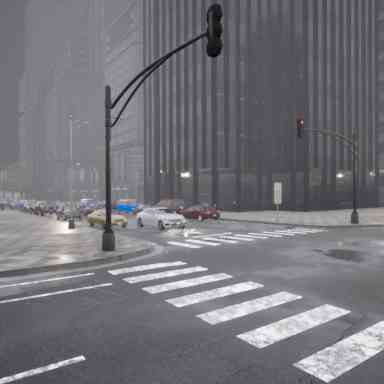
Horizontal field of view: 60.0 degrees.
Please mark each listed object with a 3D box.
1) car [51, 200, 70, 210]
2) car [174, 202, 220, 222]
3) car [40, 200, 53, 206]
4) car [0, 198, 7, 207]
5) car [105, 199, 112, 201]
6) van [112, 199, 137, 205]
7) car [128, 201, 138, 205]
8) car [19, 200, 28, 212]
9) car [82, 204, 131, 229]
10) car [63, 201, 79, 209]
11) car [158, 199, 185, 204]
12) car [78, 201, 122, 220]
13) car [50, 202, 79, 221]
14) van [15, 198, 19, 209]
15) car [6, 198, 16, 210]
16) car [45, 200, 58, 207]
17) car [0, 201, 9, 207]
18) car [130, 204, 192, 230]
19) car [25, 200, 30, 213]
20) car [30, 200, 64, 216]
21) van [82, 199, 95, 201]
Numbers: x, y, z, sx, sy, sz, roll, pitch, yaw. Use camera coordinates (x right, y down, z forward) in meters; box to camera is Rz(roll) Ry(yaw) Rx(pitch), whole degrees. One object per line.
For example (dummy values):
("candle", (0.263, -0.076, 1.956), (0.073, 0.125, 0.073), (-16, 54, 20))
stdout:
("car", (-23.018, 2.271, 57.971), (1.882, 1.535, 5.008), (0, -1, -35))
("car", (0.597, 1.828, 29.446), (1.887, 1.381, 4.507), (-1, 0, -35))
("car", (-34.697, 2.661, 79.191), (1.947, 1.339, 4.313), (-1, 0, -35))
("car", (-41.246, 2.668, 73.687), (1.887, 1.381, 4.507), (-1, 0, -35))
("car", (-11.163, 1.875, 46.055), (2.192, 1.841, 5.009), (-1, 0, -35))
("van", (-8.224, 1.833, 41.903), (1.690, 1.788, 3.998), (-1, 0, -35))
("car", (-5.279, 2.004, 37.750), (1.802, 1.307, 4.206), (-1, 0, -35))
("car", (-23.328, 2.157, 48.429), (1.967, 1.590, 4.097), (-1, 0, -35))
("car", (-6.266, 1.843, 24.382), (1.752, 1.417, 4.829), (-1, 0, -35))
("car", (-22.656, 2.407, 62.219), (1.802, 1.307, 4.206), (-1, 0, -35))
("car", (-2.347, 1.668, 33.598), (2.192, 1.841, 5.009), (-1, 0, -35))
("car", (-9.267, 1.920, 33.234), (2.128, 1.511, 4.902), (0, -1, -35))
("car", (-12.018, 2.004, 32.490), (2.008, 1.369, 4.403), (-1, 0, -35))
("van", (-26.158, 2.123, 52.414), (1.690, 1.788, 3.998), (-1, 0, -35))
("car", (-31.913, 2.354, 60.529), (1.967, 1.590, 4.097), (-1, 0, -35))
("car", (-31.686, 2.596, 74.947), (1.947, 1.339, 4.313), (-1, 0, -35))
("car", (-44.356, 2.772, 78.073), (1.802, 1.307, 4.206), (-1, 0, -35))
("car", (-2.281, 1.790, 23.399), (1.812, 1.442, 4.674), (0, -1, -37))
("car", (-20.499, 2.196, 44.444), (1.887, 1.381, 4.507), (-1, 0, -35))
("car", (-17.677, 1.901, 40.460), (2.192, 1.841, 5.009), (-1, 0, -35))
("van", (-17.040, 2.038, 54.360), (1.690, 1.788, 3.998), (-1, 0, -35))
